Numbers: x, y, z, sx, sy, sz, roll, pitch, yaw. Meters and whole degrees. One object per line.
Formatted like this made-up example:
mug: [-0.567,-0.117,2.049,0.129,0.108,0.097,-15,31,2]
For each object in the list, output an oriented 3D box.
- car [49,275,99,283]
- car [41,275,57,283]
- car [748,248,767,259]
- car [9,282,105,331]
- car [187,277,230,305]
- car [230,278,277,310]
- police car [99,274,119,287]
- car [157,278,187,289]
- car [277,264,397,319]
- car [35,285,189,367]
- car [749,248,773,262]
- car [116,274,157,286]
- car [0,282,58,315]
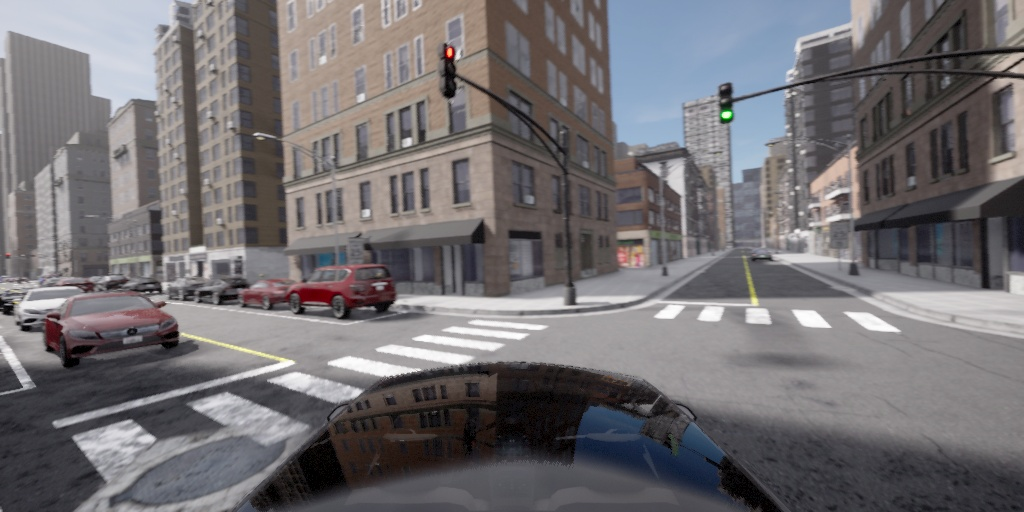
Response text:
car: [-37.210,2.614,30.444,5.008,1.535,1.882,-2,0,33]
car: [-45.397,2.950,35.755,4.892,1.490,1.837,-2,1,33]
car: [33.985,-0.360,49.713,2.033,1.411,5.357,-2,0,33]
car: [-18.059,1.960,14.186,4.674,1.442,1.812,-2,0,34]
car: [-15.831,1.876,19.869,4.313,1.339,1.948,0,0,33]
car: [-11.201,1.716,16.862,4.207,1.307,1.802,0,0,33]
police car: [-38.936,2.605,35.176,5.238,1.638,1.930,-2,0,33]
car: [-20.462,2.036,22.876,4.403,1.370,2.007,0,0,33]
car: [-6.571,1.273,13.855,5.009,1.841,2.192,0,0,33]
car: [-10.351,1.667,9.196,4.674,1.442,1.812,-2,0,33]
car: [28.736,-0.080,41.319,1.994,1.385,4.181,-2,0,33]
car: [-29.722,2.401,28.890,4.313,1.339,1.948,0,0,33]
car: [-26.269,2.346,19.538,4.718,1.301,1.895,-2,0,33]
